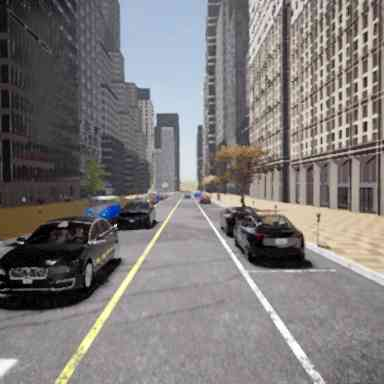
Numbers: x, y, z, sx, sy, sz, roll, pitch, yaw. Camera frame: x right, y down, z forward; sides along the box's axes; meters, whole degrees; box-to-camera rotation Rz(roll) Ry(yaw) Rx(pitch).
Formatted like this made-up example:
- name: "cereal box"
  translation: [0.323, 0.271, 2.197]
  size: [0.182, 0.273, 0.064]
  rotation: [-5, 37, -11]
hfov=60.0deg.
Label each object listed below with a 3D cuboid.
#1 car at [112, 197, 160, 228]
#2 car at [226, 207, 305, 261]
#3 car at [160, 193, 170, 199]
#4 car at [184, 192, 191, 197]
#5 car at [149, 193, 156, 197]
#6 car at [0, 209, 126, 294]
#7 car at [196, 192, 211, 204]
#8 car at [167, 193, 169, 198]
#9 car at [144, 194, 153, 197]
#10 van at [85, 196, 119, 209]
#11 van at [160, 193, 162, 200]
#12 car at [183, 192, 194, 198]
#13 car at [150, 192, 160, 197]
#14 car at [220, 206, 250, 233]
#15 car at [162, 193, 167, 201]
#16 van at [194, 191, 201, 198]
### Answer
- name: "car"
  translation: [-3.361, 1.315, 20.935]
  size: [1.882, 1.535, 5.008]
  rotation: [-1, 1, -1]
- name: "car"
  translation: [2.534, 1.436, 11.616]
  size: [1.947, 1.339, 4.313]
  rotation: [-2, 1, -1]
- name: "car"
  translation: [-6.866, 0.911, 84.616]
  size: [2.008, 1.369, 4.403]
  rotation: [-2, 0, -1]
- name: "car"
  translation: [-1.298, 0.658, 94.177]
  size: [1.812, 1.442, 4.674]
  rotation: [-1, 0, -1]
- name: "car"
  translation: [-6.315, 1.185, 45.076]
  size: [1.752, 1.417, 4.829]
  rotation: [-1, 0, -1]
- name: "car"
  translation: [-3.206, 1.450, 8.831]
  size: [1.837, 1.490, 4.892]
  rotation: [-1, 1, -1]
- name: "car"
  translation: [1.985, 1.123, 50.987]
  size: [1.802, 1.307, 4.206]
  rotation: [-2, 0, -1]
- name: "car"
  translation: [-6.787, 0.952, 78.992]
  size: [2.008, 1.369, 4.403]
  rotation: [-2, 0, -1]
- name: "car"
  translation: [-6.238, 1.254, 39.621]
  size: [2.008, 1.369, 4.403]
  rotation: [-1, 0, -1]
- name: "van"
  translation: [-6.007, 1.186, 22.746]
  size: [1.690, 1.788, 3.998]
  rotation: [-1, 1, -1]
- name: "van"
  translation: [-6.479, 0.911, 56.492]
  size: [1.690, 1.788, 3.998]
  rotation: [-2, 0, -1]
- name: "car"
  translation: [-1.149, 0.857, 83.554]
  size: [2.033, 1.411, 5.357]
  rotation: [-1, 0, -1]
- name: "car"
  translation: [-6.395, 1.159, 50.870]
  size: [1.887, 1.381, 4.507]
  rotation: [-2, 0, -1]
- name: "car"
  translation: [2.456, 1.386, 17.240]
  size: [1.947, 1.339, 4.313]
  rotation: [-2, 1, -1]
- name: "car"
  translation: [-6.630, 1.029, 67.742]
  size: [1.887, 1.381, 4.507]
  rotation: [-2, 0, -1]
- name: "van"
  translation: [1.507, 0.628, 84.731]
  size: [1.690, 1.788, 3.998]
  rotation: [-2, 0, -1]
